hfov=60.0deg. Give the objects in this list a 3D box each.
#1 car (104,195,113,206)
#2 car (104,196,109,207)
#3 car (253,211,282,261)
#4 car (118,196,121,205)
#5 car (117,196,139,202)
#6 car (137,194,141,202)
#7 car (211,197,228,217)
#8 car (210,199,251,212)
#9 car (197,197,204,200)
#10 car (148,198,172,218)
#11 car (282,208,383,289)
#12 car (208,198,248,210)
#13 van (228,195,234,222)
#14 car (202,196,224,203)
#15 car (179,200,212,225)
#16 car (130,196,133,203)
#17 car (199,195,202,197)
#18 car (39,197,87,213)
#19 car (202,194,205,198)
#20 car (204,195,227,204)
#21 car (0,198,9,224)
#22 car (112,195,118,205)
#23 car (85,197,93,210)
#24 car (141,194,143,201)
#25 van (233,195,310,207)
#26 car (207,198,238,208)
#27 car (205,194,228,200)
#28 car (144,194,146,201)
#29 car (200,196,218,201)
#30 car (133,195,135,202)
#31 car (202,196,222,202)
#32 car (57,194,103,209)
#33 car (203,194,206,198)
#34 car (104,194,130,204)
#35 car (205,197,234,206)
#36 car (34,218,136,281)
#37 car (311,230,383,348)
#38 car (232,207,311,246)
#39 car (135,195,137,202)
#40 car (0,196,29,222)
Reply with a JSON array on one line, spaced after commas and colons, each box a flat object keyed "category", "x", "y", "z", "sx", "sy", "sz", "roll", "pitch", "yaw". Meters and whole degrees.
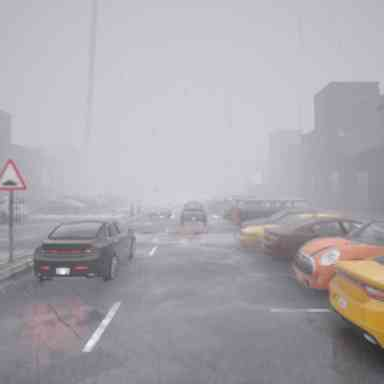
[{"category": "car", "x": -15.558, "y": 1.675, "z": 53.151, "sx": 4.674, "sy": 1.452, "sz": 2.002, "roll": 0, "pitch": 0, "yaw": 0}, {"category": "car", "x": -15.554, "y": 1.674, "z": 50.262, "sx": 4.674, "sy": 1.452, "sz": 2.002, "roll": 0, "pitch": 0, "yaw": 0}, {"category": "car", "x": 4.701, "y": 1.512, "z": 10.517, "sx": 5.008, "sy": 1.535, "sz": 2.097, "roll": 0, "pitch": 0, "yaw": 0}, {"category": "car", "x": -15.569, "y": 1.680, "z": 58.665, "sx": 4.674, "sy": 1.452, "sz": 2.002, "roll": 0, "pitch": 0, "yaw": 0}, {"category": "car", "x": -15.551, "y": 1.736, "z": 80.727, "sx": 4.792, "sy": 1.488, "sz": 2.163, "roll": 0, "pitch": 0, "yaw": 0}, {"category": "car", "x": -15.398, "y": 1.690, "z": 77.969, "sx": 5.366, "sy": 1.575, "sz": 1.946, "roll": 0, "pitch": 0, "yaw": 0}, {"category": "car", "x": 4.669, "y": 1.615, "z": 35.532, "sx": 4.792, "sy": 1.488, "sz": 2.163, "roll": 0, "pitch": 0, "yaw": 0}, {"category": "car", "x": 4.690, "y": 1.599, "z": 41.091, "sx": 4.892, "sy": 1.521, "sz": 2.231, "roll": 0, "pitch": 0, "yaw": 0}, {"category": "car", "x": 0.088, "y": 1.683, "z": 41.686, "sx": 1.994, "sy": 1.385, "sz": 4.181, "roll": 0, "pitch": 0, "yaw": 0}, {"category": "car", "x": -2.903, "y": 1.620, "z": 31.484, "sx": 1.812, "sy": 1.442, "sz": 4.674, "roll": 0, "pitch": 0, "yaw": 0}, {"category": "car", "x": 4.739, "y": 1.377, "z": 7.738, "sx": 4.553, "sy": 1.767, "sz": 2.185, "roll": 0, "pitch": 0, "yaw": 0}, {"category": "car", "x": 4.701, "y": 1.604, "z": 43.871, "sx": 5.008, "sy": 1.535, "sz": 2.097, "roll": 0, "pitch": 0, "yaw": 0}, {"category": "van", "x": 4.820, "y": 1.321, "z": 21.635, "sx": 4.442, "sy": 1.987, "sz": 1.878, "roll": 0, "pitch": 0, "yaw": 0}, {"category": "car", "x": 4.785, "y": 1.698, "z": 77.336, "sx": 4.892, "sy": 1.521, "sz": 2.231, "roll": 0, "pitch": 0, "yaw": 0}, {"category": "car", "x": 0.104, "y": 1.568, "z": 24.608, "sx": 2.128, "sy": 1.511, "sz": 4.902, "roll": 0, "pitch": 0, "yaw": 0}, {"category": "car", "x": -15.764, "y": 1.659, "z": 69.692, "sx": 5.366, "sy": 1.575, "sz": 1.946, "roll": 0, "pitch": 0, "yaw": 0}, {"category": "car", "x": 4.775, "y": 1.402, "z": 66.098, "sx": 5.566, "sy": 2.045, "sz": 2.435, "roll": 0, "pitch": 0, "yaw": 0}, {"category": "car", "x": -15.516, "y": 1.655, "z": 39.361, "sx": 4.792, "sy": 1.488, "sz": 2.163, "roll": 0, "pitch": 0, "yaw": 0}, {"category": "car", "x": 4.702, "y": 1.667, "z": 60.537, "sx": 4.792, "sy": 1.488, "sz": 2.163, "roll": 0, "pitch": 0, "yaw": 0}, {"category": "car", "x": 4.787, "y": 1.537, "z": 68.910, "sx": 4.553, "sy": 1.767, "sz": 2.185, "roll": 0, "pitch": 0, "yaw": 0}, {"category": "car", "x": -15.557, "y": 1.461, "z": 22.938, "sx": 4.553, "sy": 1.767, "sz": 2.185, "roll": 0, "pitch": 0, "yaw": 0}, {"category": "car", "x": -15.558, "y": 1.637, "z": 55.908, "sx": 5.008, "sy": 1.535, "sz": 2.097, "roll": 0, "pitch": 0, "yaw": 0}, {"category": "car", "x": -15.550, "y": 1.668, "z": 42.119, "sx": 4.674, "sy": 1.452, "sz": 2.002, "roll": 0, "pitch": 0, "yaw": 0}, {"category": "car", "x": -15.549, "y": 1.749, "z": 83.482, "sx": 4.792, "sy": 1.488, "sz": 2.163, "roll": 0, "pitch": 0, "yaw": 0}, {"category": "van", "x": 4.821, "y": 1.313, "z": 18.856, "sx": 4.442, "sy": 1.987, "sz": 1.878, "roll": 0, "pitch": 0, "yaw": 0}, {"category": "car", "x": 4.737, "y": 1.649, "z": 52.202, "sx": 4.792, "sy": 1.488, "sz": 2.163, "roll": 0, "pitch": 0, "yaw": 0}, {"category": "car", "x": 4.669, "y": 1.340, "z": 38.313, "sx": 5.566, "sy": 2.045, "sz": 2.435, "roll": 0, "pitch": 0, "yaw": 0}, {"category": "car", "x": -15.603, "y": 1.780, "z": 88.998, "sx": 4.792, "sy": 1.488, "sz": 2.163, "roll": 0, "pitch": 0, "yaw": 0}, {"category": "car", "x": 4.817, "y": 1.790, "z": 94.011, "sx": 4.892, "sy": 1.521, "sz": 2.231, "roll": 0, "pitch": 0, "yaw": 0}, {"category": "car", "x": -15.611, "y": 1.701, "z": 72.450, "sx": 4.792, "sy": 1.488, "sz": 2.163, "roll": 0, "pitch": 0, "yaw": 0}, {"category": "car", "x": 4.815, "y": 1.739, "z": 80.116, "sx": 4.792, "sy": 1.488, "sz": 2.163, "roll": 0, "pitch": 0, "yaw": 0}, {"category": "car", "x": -15.523, "y": 1.379, "z": 44.878, "sx": 5.566, "sy": 2.045, "sz": 2.435, "roll": 0, "pitch": 0, "yaw": 0}, {"category": "car", "x": 4.901, "y": 1.622, "z": 54.979, "sx": 5.366, "sy": 1.575, "sz": 1.946, "roll": 0, "pitch": 0, "yaw": 0}, {"category": "car", "x": -15.544, "y": 1.397, "z": 64.180, "sx": 5.566, "sy": 2.045, "sz": 2.435, "roll": 0, "pitch": 0, "yaw": 0}, {"category": "car", "x": 4.694, "y": 1.661, "z": 57.759, "sx": 4.792, "sy": 1.488, "sz": 2.163, "roll": 0, "pitch": 0, "yaw": 0}, {"category": "car", "x": -2.903, "y": 1.535, "z": 9.895, "sx": 1.837, "sy": 1.490, "sz": 4.892, "roll": 0, "pitch": 0, "yaw": 0}, {"category": "car", "x": 4.704, "y": 1.494, "z": 4.956, "sx": 5.008, "sy": 1.535, "sz": 2.097, "roll": 0, "pitch": 0, "yaw": 0}, {"category": "car", "x": 4.521, "y": 1.518, "z": 13.296, "sx": 5.366, "sy": 1.575, "sz": 1.946, "roll": 0, "pitch": 0, "yaw": 0}, {"category": "car", "x": -15.770, "y": 1.678, "z": 75.206, "sx": 5.366, "sy": 1.575, "sz": 1.946, "roll": 0, "pitch": 0, "yaw": 0}, {"category": "car", "x": -15.558, "y": 1.344, "z": 25.573, "sx": 5.566, "sy": 2.045, "sz": 2.435, "roll": 0, "pitch": 0, "yaw": 0}]
